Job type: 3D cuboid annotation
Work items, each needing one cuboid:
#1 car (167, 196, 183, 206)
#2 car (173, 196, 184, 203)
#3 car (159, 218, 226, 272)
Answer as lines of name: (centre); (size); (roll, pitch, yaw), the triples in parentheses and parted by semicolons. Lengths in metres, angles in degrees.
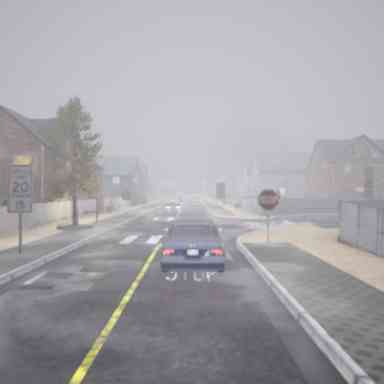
car: (-2.837, 1.464, 51.661); (1.812, 1.442, 4.674); (0, 0, 0)
car: (-2.769, 1.530, 67.452); (1.994, 1.385, 4.181); (0, 0, 0)
car: (0.037, 1.535, 10.720); (2.033, 1.411, 5.357); (0, 0, 0)
